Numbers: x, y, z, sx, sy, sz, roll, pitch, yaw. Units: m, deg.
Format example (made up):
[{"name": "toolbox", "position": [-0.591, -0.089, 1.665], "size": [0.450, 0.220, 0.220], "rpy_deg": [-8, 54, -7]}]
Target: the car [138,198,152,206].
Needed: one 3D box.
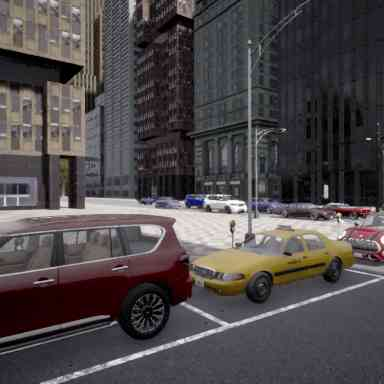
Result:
[{"name": "car", "position": [-7.650, 1.759, 58.284], "size": [1.895, 1.301, 4.718], "rpy_deg": [0, 0, -36]}]

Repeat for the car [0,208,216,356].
[{"name": "car", "position": [-2.309, 1.315, 5.008], "size": [5.009, 1.841, 2.192], "rpy_deg": [0, 0, -36]}]

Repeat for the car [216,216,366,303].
[{"name": "car", "position": [2.105, 1.525, 8.174], "size": [4.829, 1.417, 1.752], "rpy_deg": [0, 0, -36]}]

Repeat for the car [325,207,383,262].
[{"name": "car", "position": [6.795, 1.439, 11.540], "size": [4.097, 1.590, 1.967], "rpy_deg": [0, 0, -36]}]

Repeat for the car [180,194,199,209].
[{"name": "car", "position": [1.194, 1.327, 45.786], "size": [2.150, 2.045, 5.566], "rpy_deg": [0, 0, -36]}]

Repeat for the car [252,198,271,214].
[{"name": "car", "position": [7.971, 1.425, 36.328], "size": [2.097, 1.767, 4.553], "rpy_deg": [0, 0, -36]}]

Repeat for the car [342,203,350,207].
[{"name": "car", "position": [13.106, 1.648, 29.154], "size": [1.895, 1.301, 4.718], "rpy_deg": [0, 0, -36]}]

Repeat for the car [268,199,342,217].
[{"name": "car", "position": [9.538, 1.613, 28.553], "size": [2.033, 1.411, 5.357], "rpy_deg": [0, 0, -36]}]

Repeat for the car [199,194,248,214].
[{"name": "car", "position": [3.560, 1.315, 36.893], "size": [2.150, 2.045, 5.566], "rpy_deg": [0, 0, -36]}]

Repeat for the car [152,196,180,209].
[{"name": "car", "position": [-3.250, 1.483, 46.423], "size": [2.097, 1.767, 4.553], "rpy_deg": [0, 0, -35]}]
